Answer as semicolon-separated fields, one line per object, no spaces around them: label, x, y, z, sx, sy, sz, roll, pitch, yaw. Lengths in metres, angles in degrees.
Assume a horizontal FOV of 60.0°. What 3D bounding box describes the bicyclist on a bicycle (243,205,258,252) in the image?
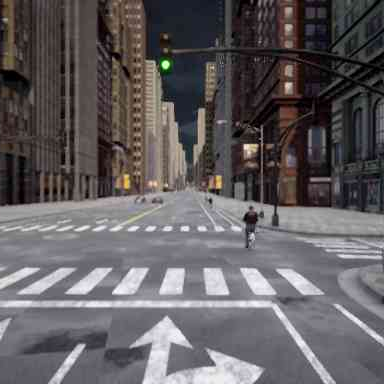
bicyclist on a bicycle;2.279;1.402;13.132;0.659;1.776;1.843;1;0;0

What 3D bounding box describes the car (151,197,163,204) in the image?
car;-6.496;1.574;62.893;1.994;1.385;4.181;0;0;0

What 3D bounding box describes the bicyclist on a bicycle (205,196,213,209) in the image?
bicyclist on a bicycle;2.254;1.389;40.597;0.659;1.776;1.843;0;0;0

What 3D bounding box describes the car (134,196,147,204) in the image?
car;-9.746;1.502;62.893;2.128;1.511;4.902;0;0;0

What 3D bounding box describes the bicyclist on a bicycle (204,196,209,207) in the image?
bicyclist on a bicycle;2.254;1.469;51.948;0.582;1.620;1.656;0;0;0
